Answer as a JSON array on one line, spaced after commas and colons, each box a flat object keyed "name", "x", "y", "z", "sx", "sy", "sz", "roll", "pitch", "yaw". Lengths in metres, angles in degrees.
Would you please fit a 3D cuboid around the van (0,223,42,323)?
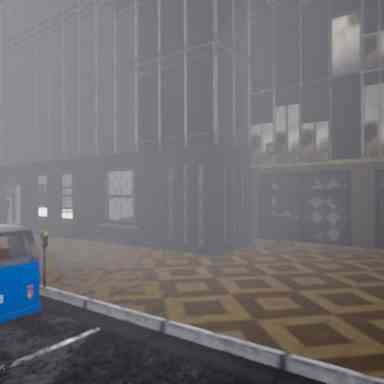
[{"name": "van", "x": -4.448, "y": 1.406, "z": 6.036, "sx": 3.998, "sy": 1.788, "sz": 1.690, "roll": -1, "pitch": 0, "yaw": 35}]
